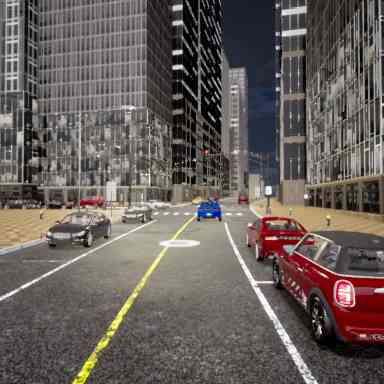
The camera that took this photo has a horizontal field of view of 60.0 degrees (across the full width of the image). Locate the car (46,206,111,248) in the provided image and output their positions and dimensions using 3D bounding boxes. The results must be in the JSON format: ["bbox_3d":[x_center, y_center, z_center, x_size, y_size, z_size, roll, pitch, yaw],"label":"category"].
[{"bbox_3d":[-4.881,1.561,14.875,2.008,1.369,4.403,1,0,3],"label":"car"}]

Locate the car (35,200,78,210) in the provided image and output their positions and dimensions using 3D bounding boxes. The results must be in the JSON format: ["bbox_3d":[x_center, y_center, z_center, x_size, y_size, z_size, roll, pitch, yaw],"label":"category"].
[{"bbox_3d":[-16.961,1.637,41.927,4.313,1.339,1.947,0,-1,13],"label":"car"}]

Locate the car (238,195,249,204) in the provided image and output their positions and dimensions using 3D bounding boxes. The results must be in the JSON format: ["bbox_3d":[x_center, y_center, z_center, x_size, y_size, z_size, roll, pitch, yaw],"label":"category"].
[{"bbox_3d":[10.075,1.411,65.083,2.192,1.841,5.009,1,0,13],"label":"car"}]

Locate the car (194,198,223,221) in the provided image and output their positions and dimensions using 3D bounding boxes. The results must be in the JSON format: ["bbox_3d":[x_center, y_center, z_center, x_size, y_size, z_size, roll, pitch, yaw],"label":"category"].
[{"bbox_3d":[1.478,1.494,27.135,1.882,1.535,5.008,0,0,5],"label":"car"}]

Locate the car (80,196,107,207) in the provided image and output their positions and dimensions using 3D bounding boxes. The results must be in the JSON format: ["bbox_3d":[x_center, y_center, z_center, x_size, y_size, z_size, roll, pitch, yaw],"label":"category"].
[{"bbox_3d":[-15.150,1.535,49.599,5.009,1.841,2.192,0,-1,13],"label":"car"}]

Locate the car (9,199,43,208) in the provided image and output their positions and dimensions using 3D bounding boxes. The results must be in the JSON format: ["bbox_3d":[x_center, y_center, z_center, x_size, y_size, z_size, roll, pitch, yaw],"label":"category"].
[{"bbox_3d":[-26.037,1.833,52.177,4.403,1.369,2.008,0,-1,13],"label":"car"}]

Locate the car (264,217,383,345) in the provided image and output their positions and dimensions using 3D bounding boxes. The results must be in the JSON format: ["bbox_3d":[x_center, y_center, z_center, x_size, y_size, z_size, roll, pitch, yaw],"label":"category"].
[{"bbox_3d":[2.814,1.441,6.327,1.967,1.590,4.097,1,0,2],"label":"car"}]

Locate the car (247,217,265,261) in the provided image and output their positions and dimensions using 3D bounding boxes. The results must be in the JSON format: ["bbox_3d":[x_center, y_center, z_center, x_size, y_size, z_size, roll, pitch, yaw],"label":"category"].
[{"bbox_3d":[3.006,1.547,11.967,1.887,1.381,4.507,1,0,3],"label":"car"}]

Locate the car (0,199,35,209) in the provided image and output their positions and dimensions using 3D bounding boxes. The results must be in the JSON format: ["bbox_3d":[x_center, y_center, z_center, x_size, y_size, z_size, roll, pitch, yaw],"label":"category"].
[{"bbox_3d":[-22.402,1.653,43.217,4.403,1.369,2.008,0,-1,13],"label":"car"}]

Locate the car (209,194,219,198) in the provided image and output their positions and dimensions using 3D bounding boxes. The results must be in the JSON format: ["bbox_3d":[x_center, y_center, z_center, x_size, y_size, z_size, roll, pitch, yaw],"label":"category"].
[{"bbox_3d":[5.152,1.491,78.767,2.192,1.841,5.009,1,0,14],"label":"car"}]

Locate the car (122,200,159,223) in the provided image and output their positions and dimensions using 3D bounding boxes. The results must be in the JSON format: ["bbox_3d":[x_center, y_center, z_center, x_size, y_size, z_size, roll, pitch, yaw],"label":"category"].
[{"bbox_3d":[-4.130,1.574,25.665,2.008,1.369,4.403,1,0,5],"label":"car"}]

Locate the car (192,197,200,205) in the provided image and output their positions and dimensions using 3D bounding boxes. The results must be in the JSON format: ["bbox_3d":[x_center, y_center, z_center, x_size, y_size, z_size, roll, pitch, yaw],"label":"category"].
[{"bbox_3d":[1.158,1.641,62.528,1.752,1.417,4.829,1,0,12],"label":"car"}]

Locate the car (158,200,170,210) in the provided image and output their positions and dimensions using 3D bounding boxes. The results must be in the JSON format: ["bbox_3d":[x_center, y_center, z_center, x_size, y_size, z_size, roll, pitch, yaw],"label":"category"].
[{"bbox_3d":[-5.330,1.700,44.001,4.718,1.301,1.895,-1,-1,30],"label":"car"}]
